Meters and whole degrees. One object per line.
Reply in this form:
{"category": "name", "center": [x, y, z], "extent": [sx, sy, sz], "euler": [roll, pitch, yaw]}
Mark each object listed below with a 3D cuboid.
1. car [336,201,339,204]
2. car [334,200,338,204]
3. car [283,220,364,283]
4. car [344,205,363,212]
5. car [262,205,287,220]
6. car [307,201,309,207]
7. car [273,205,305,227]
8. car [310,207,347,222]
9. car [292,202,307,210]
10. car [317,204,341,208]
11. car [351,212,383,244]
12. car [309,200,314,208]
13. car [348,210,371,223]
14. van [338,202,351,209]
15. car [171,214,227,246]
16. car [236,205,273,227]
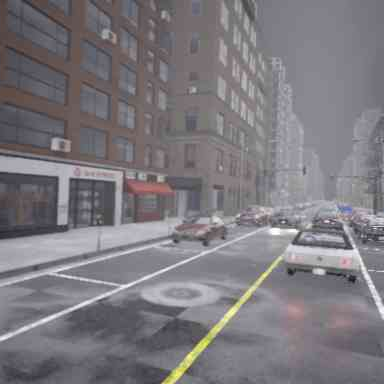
{"category": "car", "center": [35.811, 3.489, 79.247], "extent": [1.802, 1.307, 4.206], "euler": [2, 0, 23]}
{"category": "car", "center": [38.026, 3.338, 84.484], "extent": [2.192, 1.841, 5.009], "euler": [2, 0, 23]}
{"category": "car", "center": [4.187, 1.836, 10.705], "extent": [1.895, 1.301, 4.718], "euler": [2, -1, 23]}
{"category": "car", "center": [14.344, 2.180, 28.274], "extent": [1.967, 1.590, 4.097], "euler": [2, 0, 23]}
{"category": "car", "center": [9.088, 2.165, 36.468], "extent": [2.008, 1.369, 4.403], "euler": [2, 0, 23]}
{"category": "car", "center": [21.804, 2.851, 66.655], "extent": [1.887, 1.381, 4.507], "euler": [2, 0, 23]}
{"category": "car", "center": [7.384, 2.033, 25.864], "extent": [1.994, 1.385, 4.181], "euler": [2, 0, 23]}
{"category": "car", "center": [8.729, 1.991, 21.484], "extent": [1.837, 1.490, 4.892], "euler": [2, 0, 23]}
{"category": "car", "center": [19.598, 2.737, 61.420], "extent": [2.008, 1.369, 4.403], "euler": [2, 0, 23]}
{"category": "car", "center": [14.013, 2.277, 34.283], "extent": [1.837, 1.490, 4.892], "euler": [2, -1, 23]}
{"category": "car", "center": [10.056, 2.056, 18.102], "extent": [2.008, 1.369, 4.403], "euler": [2, 0, 23]}
{"category": "car", "center": [28.354, 3.186, 82.204], "extent": [1.752, 1.417, 4.829], "euler": [2, 0, 23]}
{"category": "car", "center": [12.197, 2.205, 23.187], "extent": [1.802, 1.307, 4.206], "euler": [2, 0, 23]}
{"category": "van", "center": [26.999, 2.771, 58.311], "extent": [1.690, 1.788, 3.998], "euler": [2, 0, 23]}
{"category": "car", "center": [0.520, 1.727, 16.129], "extent": [1.802, 1.307, 4.206], "euler": [2, 0, 23]}
{"category": "car", "center": [4.809, 1.820, 26.300], "extent": [1.967, 1.590, 4.097], "euler": [2, 0, 23]}
